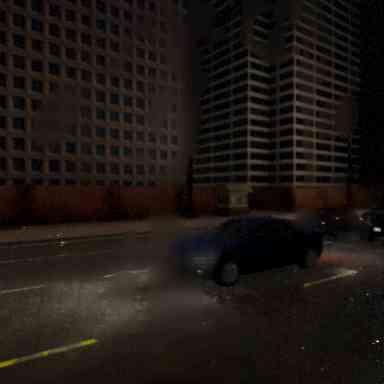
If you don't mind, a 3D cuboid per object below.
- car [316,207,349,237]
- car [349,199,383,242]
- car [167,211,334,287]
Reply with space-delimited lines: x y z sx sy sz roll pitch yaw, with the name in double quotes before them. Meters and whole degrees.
"car" 7.428 1.511 17.701 4.181 1.385 1.994 0 0 -35
"car" 9.772 1.164 15.066 5.566 2.045 2.150 0 0 -35
"car" 1.668 1.445 9.455 5.008 1.535 1.882 0 0 -35
